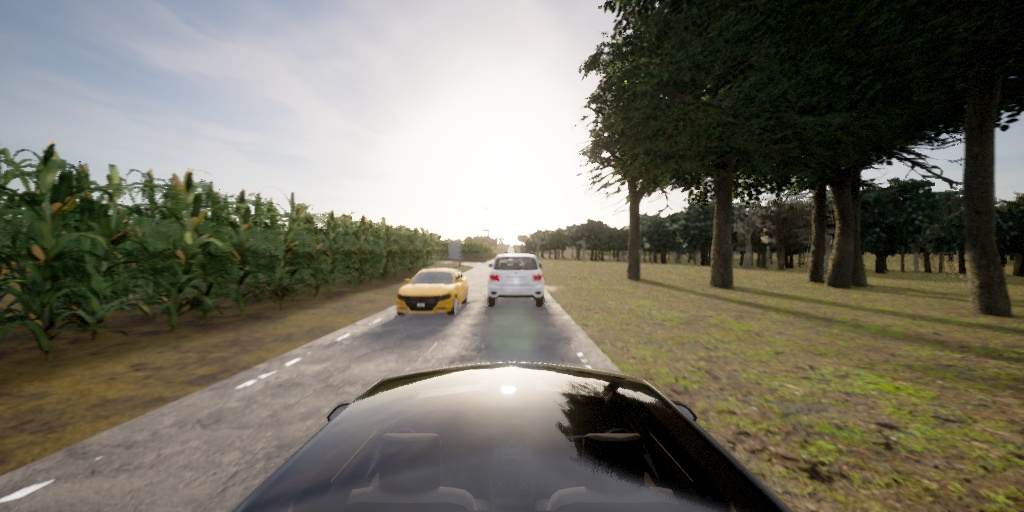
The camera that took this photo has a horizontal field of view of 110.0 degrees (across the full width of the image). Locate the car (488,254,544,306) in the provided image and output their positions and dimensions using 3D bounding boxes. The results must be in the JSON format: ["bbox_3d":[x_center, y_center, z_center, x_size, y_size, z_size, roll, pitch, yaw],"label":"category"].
[{"bbox_3d":[0.132,0.921,15.567,2.150,2.045,5.566,0,1,0],"label":"car"}]

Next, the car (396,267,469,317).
[{"bbox_3d":[-2.749,1.193,13.302,1.882,1.535,5.008,0,0,0],"label":"car"}]
